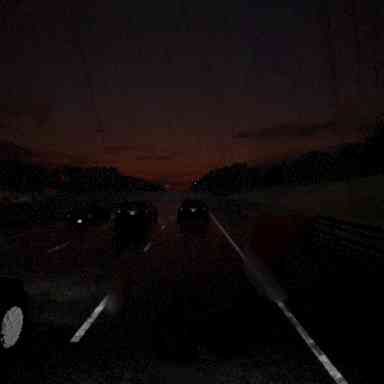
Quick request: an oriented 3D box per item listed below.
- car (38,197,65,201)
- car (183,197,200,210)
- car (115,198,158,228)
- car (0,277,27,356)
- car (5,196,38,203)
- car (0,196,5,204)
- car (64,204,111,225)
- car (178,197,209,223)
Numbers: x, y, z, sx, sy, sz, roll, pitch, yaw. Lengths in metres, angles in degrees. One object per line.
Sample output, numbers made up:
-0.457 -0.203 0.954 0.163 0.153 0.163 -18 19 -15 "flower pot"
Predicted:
-17.759 1.354 43.669 2.033 1.411 5.357 0 0 -1 "car"
-0.112 1.367 41.527 2.033 1.411 5.357 0 0 -1 "car"
-3.412 1.249 21.145 2.097 1.767 4.553 0 0 0 "car"
-3.401 1.461 2.985 1.882 1.535 5.008 0 0 0 "car"
-21.243 1.289 42.528 1.882 1.535 5.008 0 0 -1 "car"
-24.746 1.288 42.653 1.882 1.535 5.008 0 0 -1 "car"
-6.914 1.493 22.674 1.895 1.301 4.718 0 0 0 "car"
0.085 1.238 24.128 2.097 1.767 4.553 0 0 0 "car"
